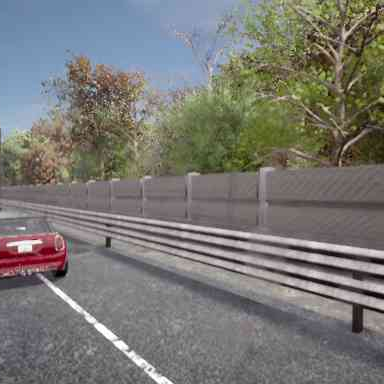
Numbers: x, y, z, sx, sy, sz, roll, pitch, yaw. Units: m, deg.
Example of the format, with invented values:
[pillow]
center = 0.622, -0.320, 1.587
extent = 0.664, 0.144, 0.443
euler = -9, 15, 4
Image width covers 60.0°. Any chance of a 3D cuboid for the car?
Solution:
[car]
center = -5.178, 1.338, 9.483
extent = 2.097, 1.767, 4.553
euler = 0, 0, -37
